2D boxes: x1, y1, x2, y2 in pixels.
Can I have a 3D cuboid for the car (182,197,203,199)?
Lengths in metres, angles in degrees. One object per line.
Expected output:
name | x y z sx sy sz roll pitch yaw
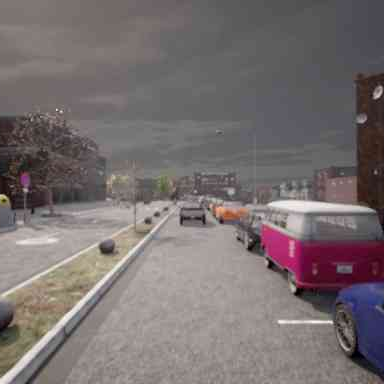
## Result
car | 0.027 1.655 41.485 1.895 1.301 4.718 0 0 -1

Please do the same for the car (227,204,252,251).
car | 2.966 1.471 14.064 2.231 1.521 4.892 0 0 0

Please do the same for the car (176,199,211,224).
car | 0.044 1.496 24.672 2.128 1.511 4.902 0 0 0

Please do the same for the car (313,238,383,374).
car | 2.989 1.515 3.024 2.002 1.452 4.674 0 0 0

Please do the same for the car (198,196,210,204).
car | 2.490 1.706 69.322 2.097 1.535 5.008 0 -1 -3

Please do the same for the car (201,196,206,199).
car | 2.880 1.571 52.712 2.231 1.521 4.892 0 0 0

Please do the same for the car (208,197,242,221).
car | 2.929 1.373 30.602 2.185 1.767 4.553 0 0 0

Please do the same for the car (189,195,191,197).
car | 1.026 1.910 86.026 2.002 1.452 4.674 0 -1 -6

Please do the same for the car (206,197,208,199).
car | 2.916 1.556 36.278 2.002 1.452 4.674 0 0 0

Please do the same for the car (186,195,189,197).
car | 0.325 1.926 91.402 2.231 1.521 4.892 0 -1 -7

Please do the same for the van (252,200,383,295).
van | 2.978 1.244 8.667 1.878 1.987 4.442 0 0 0
